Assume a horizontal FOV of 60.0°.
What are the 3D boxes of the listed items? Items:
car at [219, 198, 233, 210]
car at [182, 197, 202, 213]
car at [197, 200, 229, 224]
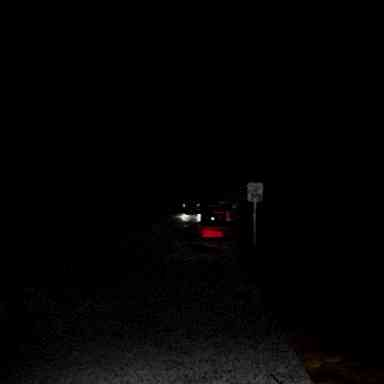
[{"bbox_3d":[4.197,1.455,42.612,2.128,1.511,4.902,1,1,10],"label":"car"},{"bbox_3d":[0.219,1.385,36.551,2.097,1.767,4.553,2,1,9],"label":"car"},{"bbox_3d":[1.715,1.620,25.664,1.837,1.490,4.892,0,0,6],"label":"car"}]
